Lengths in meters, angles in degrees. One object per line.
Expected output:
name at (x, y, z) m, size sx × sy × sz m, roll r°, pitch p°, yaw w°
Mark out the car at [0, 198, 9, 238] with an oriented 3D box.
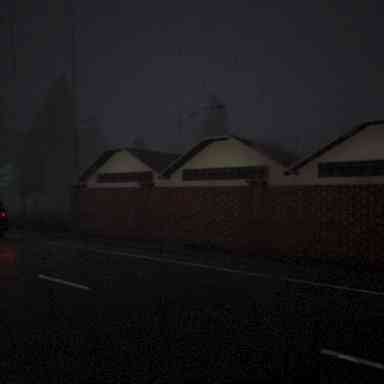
car at (-11.129, 1.228, 16.231) m, size 5.566 × 2.045 × 2.150 m, roll 0°, pitch 0°, yaw 35°
